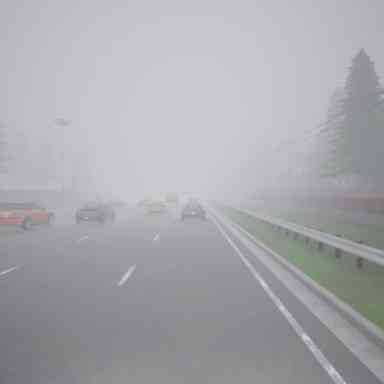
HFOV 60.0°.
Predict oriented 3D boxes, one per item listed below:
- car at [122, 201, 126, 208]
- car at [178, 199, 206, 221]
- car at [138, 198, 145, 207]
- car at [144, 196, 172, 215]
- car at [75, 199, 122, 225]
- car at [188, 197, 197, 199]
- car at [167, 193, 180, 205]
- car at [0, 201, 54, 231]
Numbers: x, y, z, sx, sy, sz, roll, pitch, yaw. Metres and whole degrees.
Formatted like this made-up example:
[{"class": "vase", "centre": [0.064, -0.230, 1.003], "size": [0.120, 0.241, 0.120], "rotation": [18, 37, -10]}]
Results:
[{"class": "car", "centre": [-10.404, 1.625, 45.986], "size": [1.895, 1.301, 4.718], "rotation": [0, 0, 0]}, {"class": "car", "centre": [0.099, 1.579, 27.705], "size": [1.994, 1.385, 4.181], "rotation": [0, 0, 0]}, {"class": "car", "centre": [-6.905, 1.591, 50.295], "size": [1.994, 1.385, 4.181], "rotation": [0, 0, 0]}, {"class": "car", "centre": [-3.403, 1.496, 34.290], "size": [1.882, 1.535, 5.008], "rotation": [0, 0, 0]}, {"class": "car", "centre": [-6.901, 1.505, 24.214], "size": [2.128, 1.511, 4.902], "rotation": [0, 0, 0]}, {"class": "car", "centre": [0.092, 1.576, 54.145], "size": [2.033, 1.411, 5.357], "rotation": [0, 0, 0]}, {"class": "car", "centre": [-3.407, 1.254, 58.739], "size": [2.150, 2.045, 5.566], "rotation": [0, 0, 0]}, {"class": "car", "centre": [-10.400, 1.362, 20.730], "size": [2.097, 1.767, 4.553], "rotation": [0, 0, 0]}]
